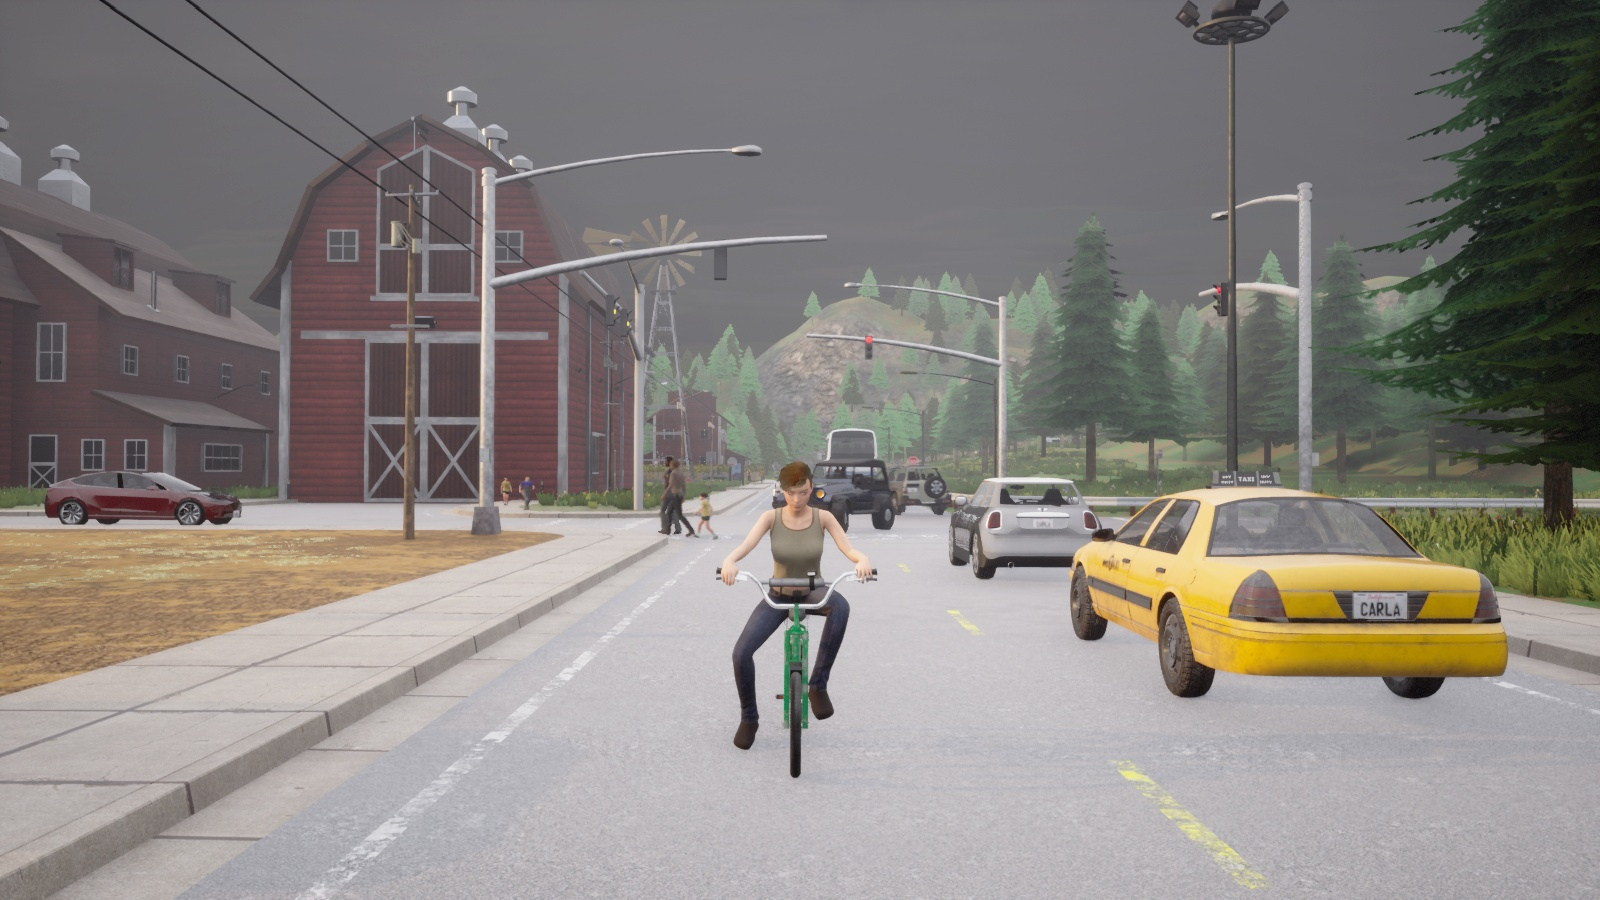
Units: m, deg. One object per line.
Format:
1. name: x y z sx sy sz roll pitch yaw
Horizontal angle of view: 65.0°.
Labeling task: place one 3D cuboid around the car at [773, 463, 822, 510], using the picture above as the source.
1. car: -0.121 1.504 52.097 1.932 1.855 4.605 0 -1 0

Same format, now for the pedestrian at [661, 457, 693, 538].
1. pedestrian: -2.821 1.089 28.781 0.634 1.846 0.331 -1 -1 19

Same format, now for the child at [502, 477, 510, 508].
1. child: -10.407 1.497 44.487 0.255 1.110 0.394 0 -1 -17

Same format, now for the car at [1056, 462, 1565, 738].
1. car: 3.477 0.906 9.897 1.801 1.575 5.366 0 -1 0

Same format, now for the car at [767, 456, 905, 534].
1. car: 0.986 1.138 32.545 1.905 1.878 3.866 -1 -1 31

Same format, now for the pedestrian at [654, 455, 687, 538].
1. pedestrian: -3.032 1.084 29.349 0.666 1.930 0.402 -1 -1 33

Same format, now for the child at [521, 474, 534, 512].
1. child: -9.105 1.440 41.935 0.270 1.263 0.437 0 -1 -35

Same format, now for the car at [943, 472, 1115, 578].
1. car: 3.455 1.096 19.668 1.970 1.475 3.806 0 -1 0

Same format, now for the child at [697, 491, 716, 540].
1. child: -2.111 1.473 28.381 0.394 1.110 0.255 0 -1 1

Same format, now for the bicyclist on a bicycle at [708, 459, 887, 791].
1. bicyclist on a bicycle: -0.011 0.867 6.884 0.866 1.612 1.509 0 -1 0

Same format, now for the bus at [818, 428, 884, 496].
1. bus: 3.302 0.837 84.318 3.944 4.253 10.273 0 -1 0

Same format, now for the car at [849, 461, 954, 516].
1. car: 3.596 1.370 45.285 1.932 1.855 4.605 -1 -1 -21

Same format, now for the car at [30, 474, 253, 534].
1. car: -17.390 1.413 33.345 4.792 1.488 2.163 0 -1 -1
